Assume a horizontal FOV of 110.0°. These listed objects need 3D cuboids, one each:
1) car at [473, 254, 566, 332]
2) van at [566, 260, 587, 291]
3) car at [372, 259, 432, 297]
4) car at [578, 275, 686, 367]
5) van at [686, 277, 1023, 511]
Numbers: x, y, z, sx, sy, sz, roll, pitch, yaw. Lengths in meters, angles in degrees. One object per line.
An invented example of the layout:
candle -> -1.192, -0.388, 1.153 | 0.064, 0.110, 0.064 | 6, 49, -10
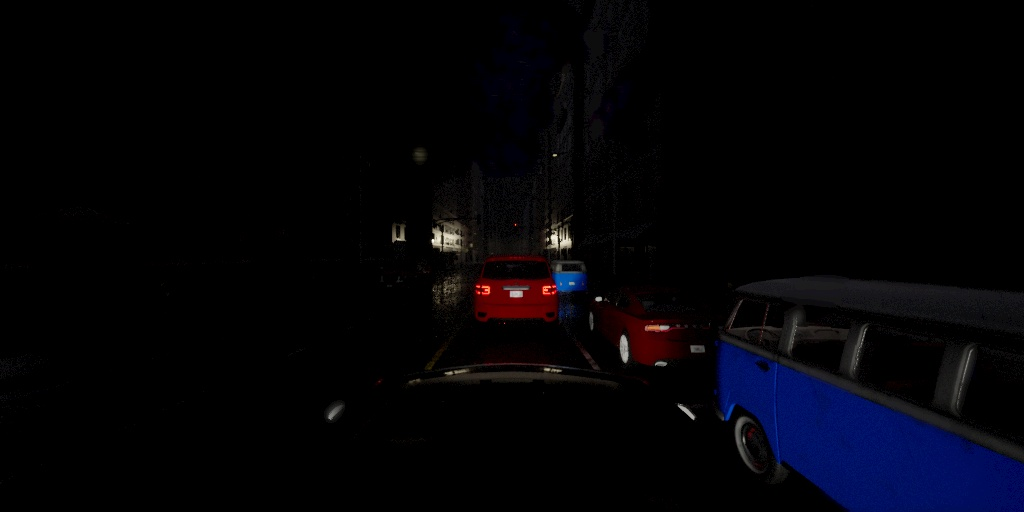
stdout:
car -> 0.114, 0.970, 10.972 | 2.150, 2.045, 5.566 | 0, 0, 0
van -> 2.881, 1.086, 19.071 | 1.690, 1.789, 3.998 | 0, 0, 0
car -> -5.644, 1.060, 19.043 | 2.192, 1.841, 5.009 | 0, 0, 0
car -> 2.864, 1.294, 7.750 | 1.888, 1.381, 4.507 | 0, 0, 0
van -> 2.856, 1.091, 2.089 | 1.690, 1.789, 3.998 | 0, 0, 0
